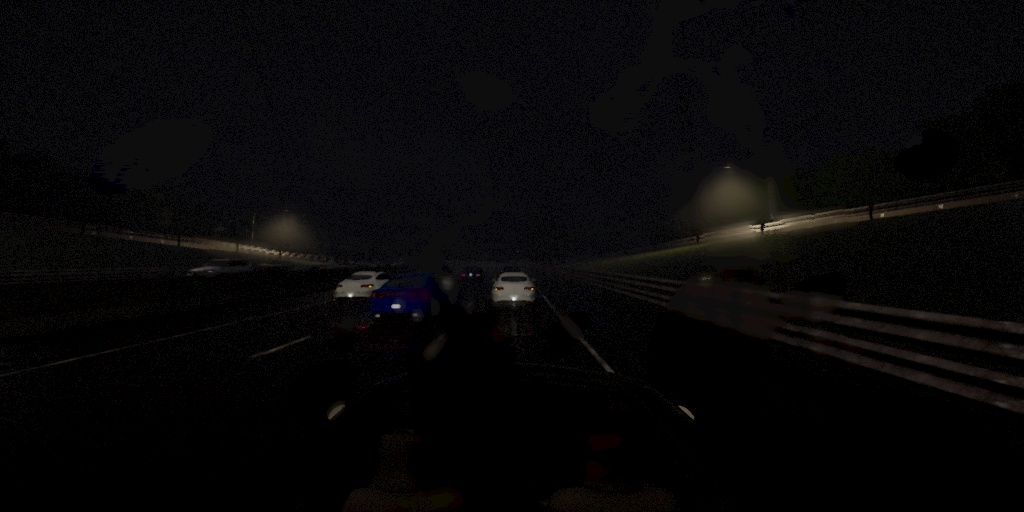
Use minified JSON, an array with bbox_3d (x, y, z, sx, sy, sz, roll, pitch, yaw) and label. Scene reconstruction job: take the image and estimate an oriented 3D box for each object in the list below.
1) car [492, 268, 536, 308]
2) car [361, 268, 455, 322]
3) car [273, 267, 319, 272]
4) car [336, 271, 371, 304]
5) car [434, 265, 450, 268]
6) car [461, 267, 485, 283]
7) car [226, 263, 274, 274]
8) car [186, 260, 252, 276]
[{"bbox_3d":[0.086,1.454,16.288,1.812,1.442,4.674,0,-1,0],"label":"car"},{"bbox_3d":[-3.417,1.365,13.047,1.882,1.535,5.008,0,-1,0],"label":"car"},{"bbox_3d":[-17.699,1.640,30.567,1.812,1.442,4.674,0,-1,-1],"label":"car"},{"bbox_3d":[-6.911,1.473,17.657,1.812,1.442,4.674,0,-1,0],"label":"car"},{"bbox_3d":[-7.118,1.701,36.884,1.837,1.490,4.892,0,-1,-1],"label":"car"},{"bbox_3d":[-3.526,1.692,32.833,2.033,1.411,5.357,0,-1,-1],"label":"car"},{"bbox_3d":[-21.187,1.590,30.495,1.882,1.535,5.008,0,-1,-1],"label":"car"},{"bbox_3d":[-24.689,1.337,30.749,2.150,2.045,5.566,0,-1,-1],"label":"car"}]
